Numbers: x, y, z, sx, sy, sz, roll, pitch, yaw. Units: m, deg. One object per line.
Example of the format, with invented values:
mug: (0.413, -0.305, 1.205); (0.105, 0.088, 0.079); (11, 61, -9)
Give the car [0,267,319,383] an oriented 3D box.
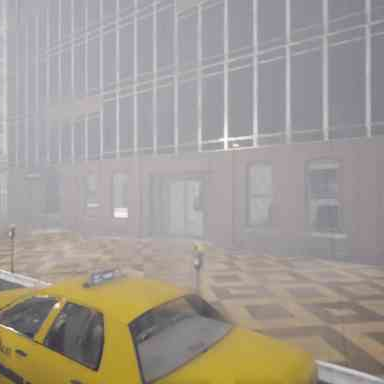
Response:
car: (-1.137, 1.518, 3.691); (4.829, 1.417, 1.752); (0, 0, 36)
